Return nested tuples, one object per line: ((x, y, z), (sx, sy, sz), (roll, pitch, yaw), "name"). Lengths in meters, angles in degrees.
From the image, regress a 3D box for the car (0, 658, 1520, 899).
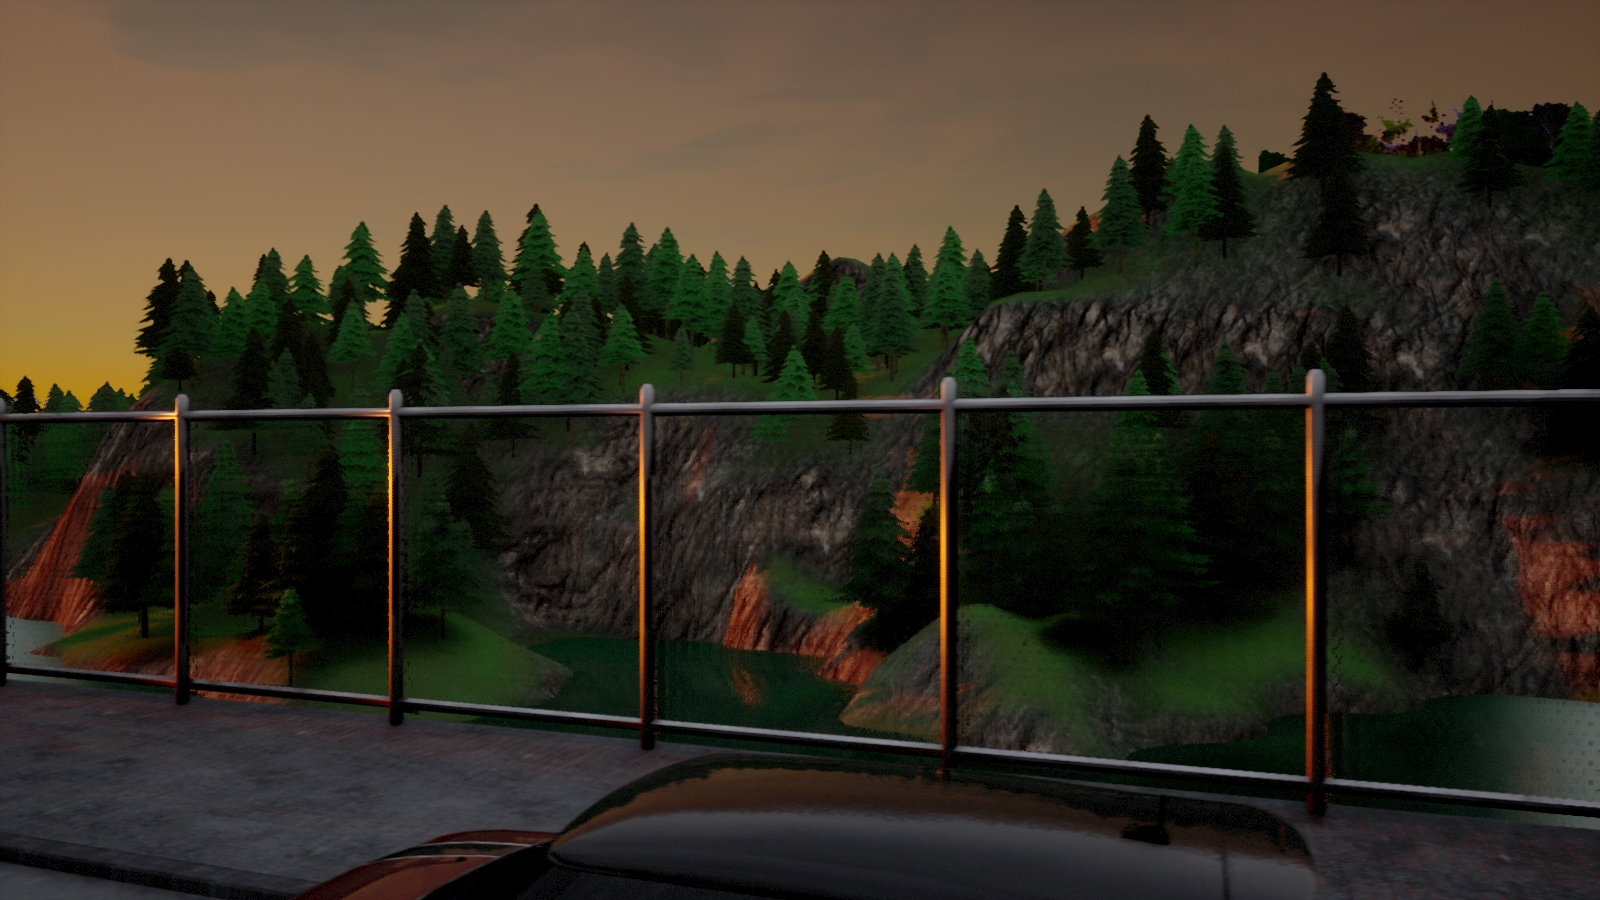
((-0.323, 1.906, 3.888), (4.553, 1.767, 2.097), (0, 0, 19), "car")
